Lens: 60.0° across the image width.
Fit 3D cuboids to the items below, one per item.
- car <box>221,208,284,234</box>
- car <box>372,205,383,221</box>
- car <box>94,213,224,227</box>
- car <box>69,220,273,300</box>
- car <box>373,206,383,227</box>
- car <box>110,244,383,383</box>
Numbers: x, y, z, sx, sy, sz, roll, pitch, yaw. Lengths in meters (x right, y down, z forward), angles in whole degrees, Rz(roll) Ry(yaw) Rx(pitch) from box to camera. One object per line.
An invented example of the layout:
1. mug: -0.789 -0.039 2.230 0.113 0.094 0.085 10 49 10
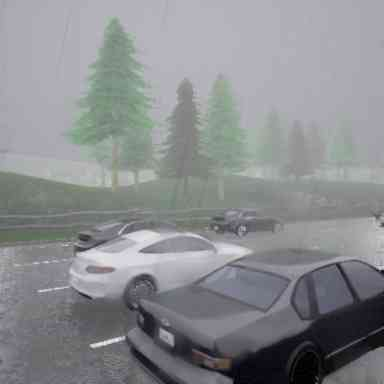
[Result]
1. car: 3.252 1.691 19.183 4.892 1.490 1.837 0 -1 -36
2. car: 18.549 1.905 30.415 4.718 1.301 1.895 0 -1 -36
3. car: -1.461 1.614 11.437 4.892 1.490 1.837 0 -1 -36
4. car: -0.429 1.602 7.886 4.674 1.442 1.812 0 -1 -35
5. car: 15.006 1.761 23.467 4.674 1.442 1.812 0 -1 -36
6. car: 1.751 1.598 5.021 5.357 1.411 2.033 0 -1 -36
